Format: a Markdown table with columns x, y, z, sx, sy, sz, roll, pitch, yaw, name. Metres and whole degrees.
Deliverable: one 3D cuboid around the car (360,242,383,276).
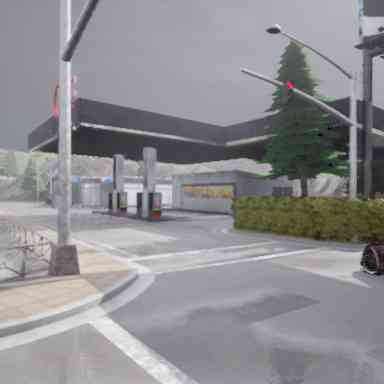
| x | y | z | sx | sy | sz | roll | pitch | yaw | name |
| --- | --- | --- | --- | --- | --- | --- | --- | --- | --- |
| 6.096 | 1.714 | 8.381 | 1.994 | 1.385 | 4.181 | 1 | -1 | 0 | car |
